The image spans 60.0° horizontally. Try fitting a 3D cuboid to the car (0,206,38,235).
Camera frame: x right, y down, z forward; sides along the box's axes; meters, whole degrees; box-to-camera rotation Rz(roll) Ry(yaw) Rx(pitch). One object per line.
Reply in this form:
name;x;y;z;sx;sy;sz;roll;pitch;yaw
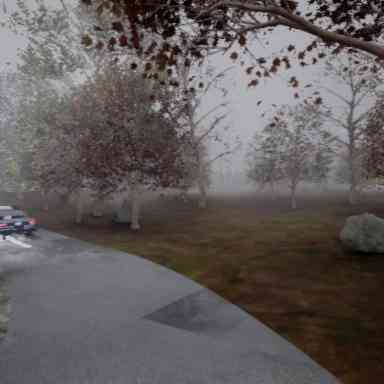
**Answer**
car;-9.558;1.408;16.820;2.033;1.411;5.357;-1;3;-44
